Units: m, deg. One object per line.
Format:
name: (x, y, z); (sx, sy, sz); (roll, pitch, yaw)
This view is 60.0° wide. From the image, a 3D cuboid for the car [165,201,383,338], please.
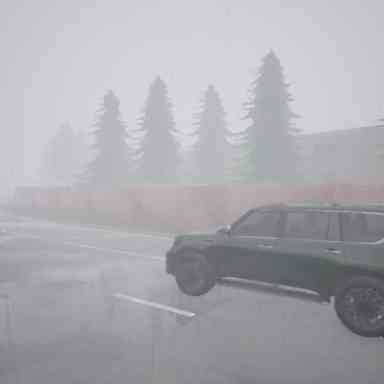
car: (2.029, 1.209, 6.844); (5.566, 2.045, 2.150); (0, 0, 36)
